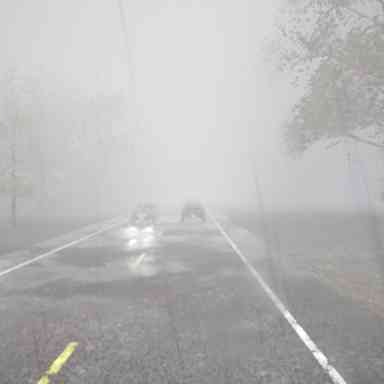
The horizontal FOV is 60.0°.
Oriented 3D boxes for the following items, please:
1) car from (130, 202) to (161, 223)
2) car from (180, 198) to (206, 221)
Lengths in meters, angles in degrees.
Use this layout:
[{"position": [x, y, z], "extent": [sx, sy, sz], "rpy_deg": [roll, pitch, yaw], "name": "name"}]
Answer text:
[{"position": [-3.506, 1.529, 25.567], "extent": [2.128, 1.511, 4.902], "rpy_deg": [0, 0, 0], "name": "car"}, {"position": [0.094, 1.521, 27.423], "extent": [1.837, 1.490, 4.892], "rpy_deg": [0, 0, 0], "name": "car"}]
